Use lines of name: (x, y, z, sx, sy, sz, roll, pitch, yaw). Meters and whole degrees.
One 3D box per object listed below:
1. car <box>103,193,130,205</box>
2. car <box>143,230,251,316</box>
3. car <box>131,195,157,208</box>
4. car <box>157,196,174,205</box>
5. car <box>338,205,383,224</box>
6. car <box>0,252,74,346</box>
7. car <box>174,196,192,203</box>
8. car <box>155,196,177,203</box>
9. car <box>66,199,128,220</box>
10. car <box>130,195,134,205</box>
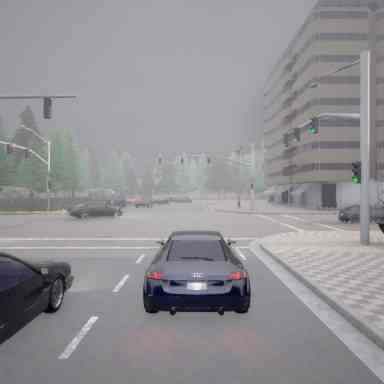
car: (-10.404, 1.221, 44.430, 2.150, 2.045, 5.566, 0, 0, 2)
car: (0.094, 1.564, 7.632, 1.994, 1.385, 4.181, 0, 0, 0)
car: (-6.828, 1.547, 48.088, 2.033, 1.411, 5.357, 0, 0, 2)
car: (-5.360, 1.478, 57.957, 1.882, 1.535, 5.008, 0, 0, 15)
car: (13.052, 1.619, 24.552, 4.181, 1.385, 1.994, 0, 0, 0)
car: (-3.426, 1.547, 4.599, 2.033, 1.411, 5.357, 0, 0, 0)
car: (-1.674, 1.564, 67.250, 1.994, 1.385, 4.181, 0, 0, 28)
car: (-5.276, 1.547, 68.306, 2.033, 1.411, 5.357, 0, 0, 27)
car: (-8.182, 1.558, 28.200, 4.674, 1.442, 1.812, 0, 0, -38)
car: (-9.582, 1.352, 53.863, 2.097, 1.767, 4.553, 0, 0, 8)
